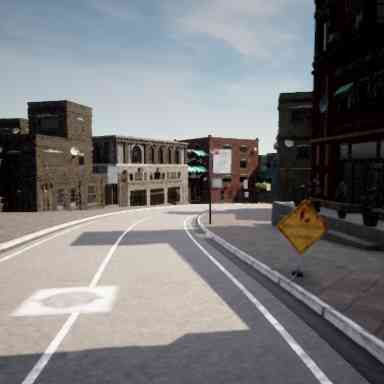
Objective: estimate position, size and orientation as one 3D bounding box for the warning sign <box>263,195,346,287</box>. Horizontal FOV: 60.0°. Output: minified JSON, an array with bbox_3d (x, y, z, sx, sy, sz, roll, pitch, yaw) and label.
[{"bbox_3d":[2.545,1.091,7.694,1.300,1.860,1.060,4,4,-8],"label":"warning sign"}]
